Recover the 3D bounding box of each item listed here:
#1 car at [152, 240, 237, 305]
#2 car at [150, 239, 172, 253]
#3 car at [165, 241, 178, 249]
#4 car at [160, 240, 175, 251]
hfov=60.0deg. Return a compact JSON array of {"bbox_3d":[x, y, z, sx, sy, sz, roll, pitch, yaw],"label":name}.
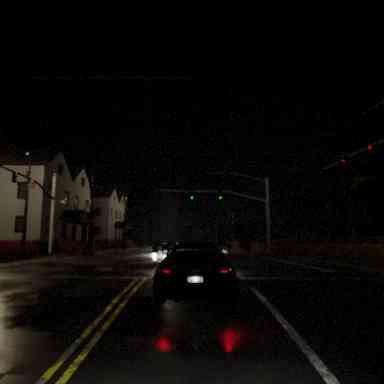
[{"bbox_3d":[0.082,2.093,9.293,1.994,1.385,4.181,0,-6,0],"label":"car"},{"bbox_3d":[-3.600,6.466,39.877,2.128,1.511,4.902,0,-8,0],"label":"car"},{"bbox_3d":[-3.554,9.386,59.082,1.994,1.385,4.181,0,-8,0],"label":"car"},{"bbox_3d":[-3.594,7.854,49.155,1.837,1.490,4.892,0,-8,0],"label":"car"}]
